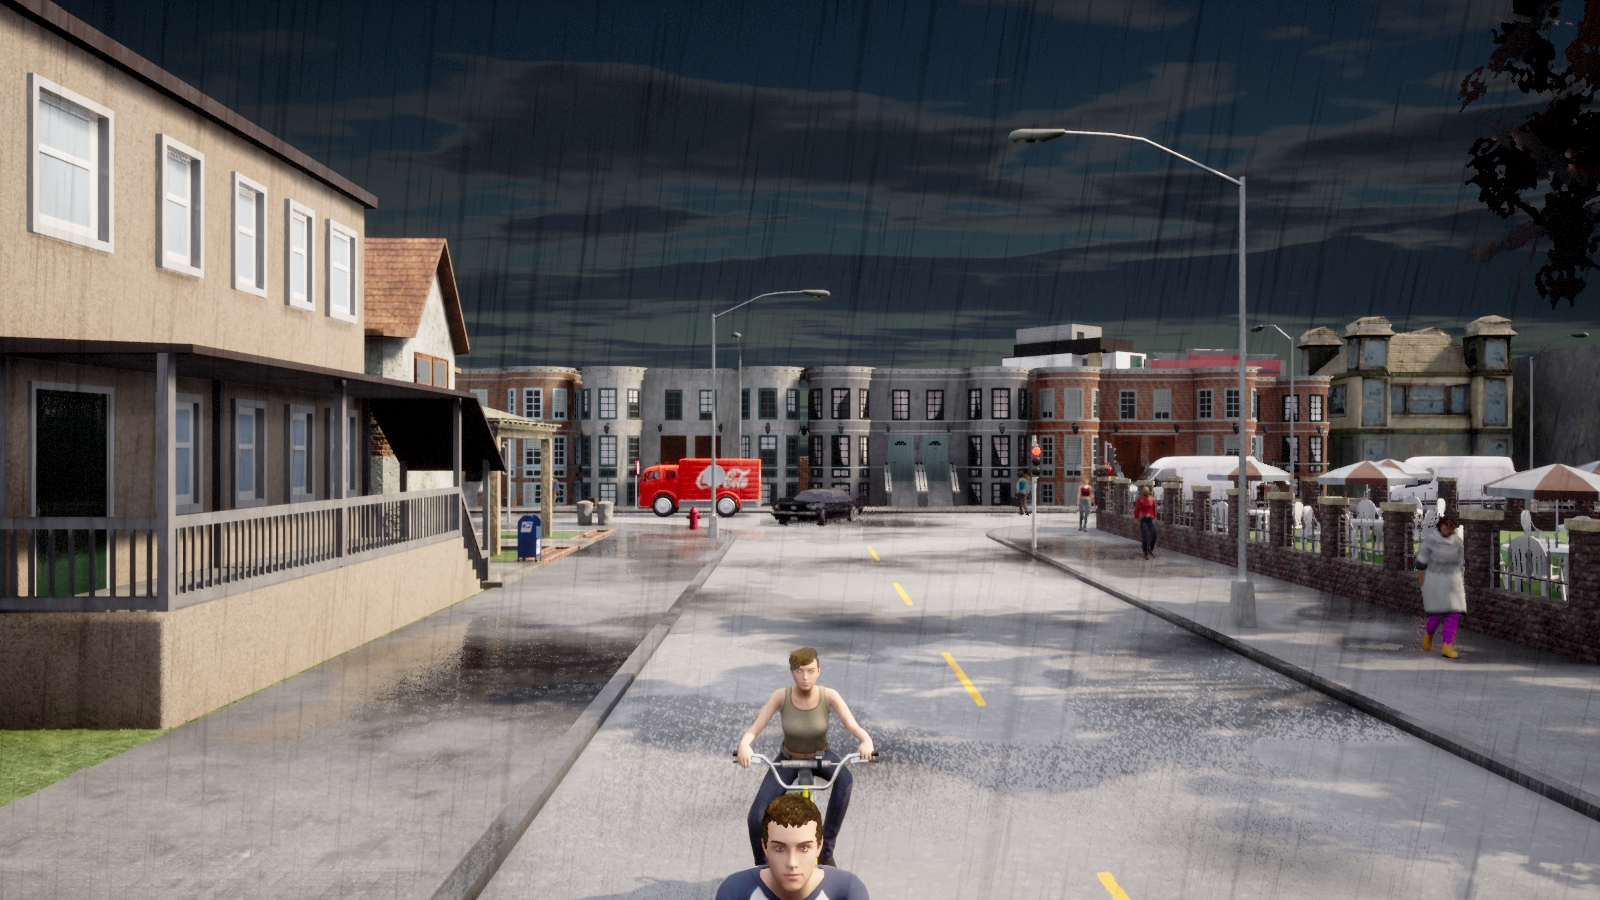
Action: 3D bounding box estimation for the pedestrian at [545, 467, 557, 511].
[{"bbox_3d":[-10.597,1.649,48.630,0.375,1.860,0.375,0,0,4],"label":"pedestrian"}]

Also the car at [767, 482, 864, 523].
[{"bbox_3d":[0.667,1.953,43.419,1.895,1.301,4.718,0,0,25],"label":"car"}]

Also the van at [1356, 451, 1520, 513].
[{"bbox_3d":[27.234,1.335,48.889,5.915,2.561,1.988,0,0,0],"label":"van"}]

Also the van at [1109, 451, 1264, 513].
[{"bbox_3d":[16.470,1.332,48.876,5.915,2.561,1.988,0,0,0],"label":"van"}]

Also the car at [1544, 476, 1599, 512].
[{"bbox_3d":[34.992,1.861,48.884,4.892,1.480,2.231,0,0,0],"label":"car"}]

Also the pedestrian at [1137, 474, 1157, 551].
[{"bbox_3d":[8.513,1.528,28.049,0.375,1.860,0.375,0,0,2],"label":"pedestrian"}]

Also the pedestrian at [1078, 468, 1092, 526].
[{"bbox_3d":[9.293,1.533,37.316,0.375,1.860,0.375,0,0,3],"label":"pedestrian"}]

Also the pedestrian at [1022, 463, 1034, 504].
[{"bbox_3d":[10.393,1.546,52.175,0.375,1.860,0.375,0,0,-33],"label":"pedestrian"}]

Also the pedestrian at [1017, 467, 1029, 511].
[{"bbox_3d":[9.440,1.648,48.435,0.375,1.860,0.375,0,0,-16],"label":"pedestrian"}]

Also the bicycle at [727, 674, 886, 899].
[{"bbox_3d":[0.033,2.040,6.906,0.859,1.080,1.487,0,0,0],"label":"bicycle"}]

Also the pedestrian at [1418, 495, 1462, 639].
[{"bbox_3d":[8.438,1.530,15.079,0.375,1.860,0.375,0,0,2],"label":"pedestrian"}]

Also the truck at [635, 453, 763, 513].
[{"bbox_3d":[-4.253,1.368,48.833,5.204,2.467,2.627,0,0,1],"label":"truck"}]

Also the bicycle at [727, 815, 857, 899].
[{"bbox_3d":[-0.022,1.938,3.212,0.373,1.296,1.643,0,0,0],"label":"bicycle"}]
